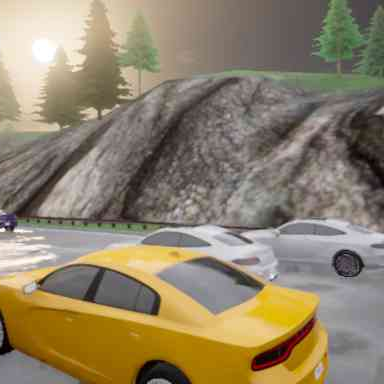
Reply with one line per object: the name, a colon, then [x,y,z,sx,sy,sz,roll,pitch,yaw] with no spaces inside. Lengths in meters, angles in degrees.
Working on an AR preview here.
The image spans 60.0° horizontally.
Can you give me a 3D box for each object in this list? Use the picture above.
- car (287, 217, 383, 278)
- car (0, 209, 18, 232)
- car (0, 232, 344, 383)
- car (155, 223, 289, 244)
car: [3.409,1.490,9.959,4.674,1.442,1.812,0,0,34]
car: [-12.158,1.596,19.274,4.674,1.442,1.812,0,0,26]
car: [-0.891,1.478,4.447,5.008,1.535,1.882,0,0,34]
car: [-0.264,1.519,8.216,4.674,1.442,1.812,0,0,34]
